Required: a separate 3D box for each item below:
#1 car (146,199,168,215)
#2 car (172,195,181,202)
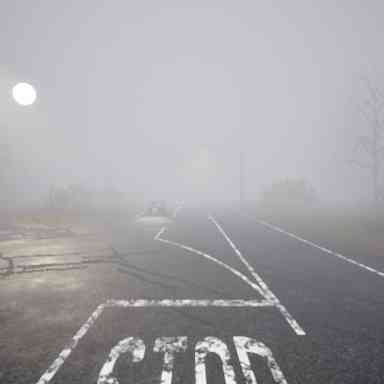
[{"bbox_3d":[-3.531,1.525,34.001,2.128,1.511,4.902,0,0,0],"label":"car"},{"bbox_3d":[-3.620,1.548,78.026,2.128,1.511,4.902,0,0,2],"label":"car"}]
